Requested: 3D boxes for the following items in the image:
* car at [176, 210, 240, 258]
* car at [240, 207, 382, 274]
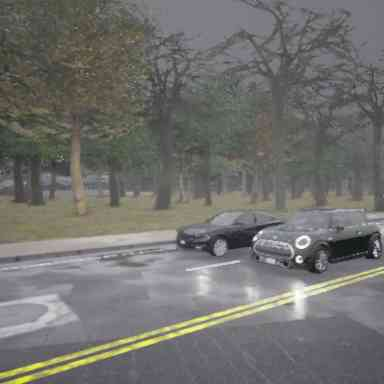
[{"bbox_3d":[1.714,1.441,12.891,5.008,1.535,1.882,0,0,-35],"label":"car"},{"bbox_3d":[4.006,1.313,10.534,4.553,1.767,2.097,0,0,-35],"label":"car"}]
